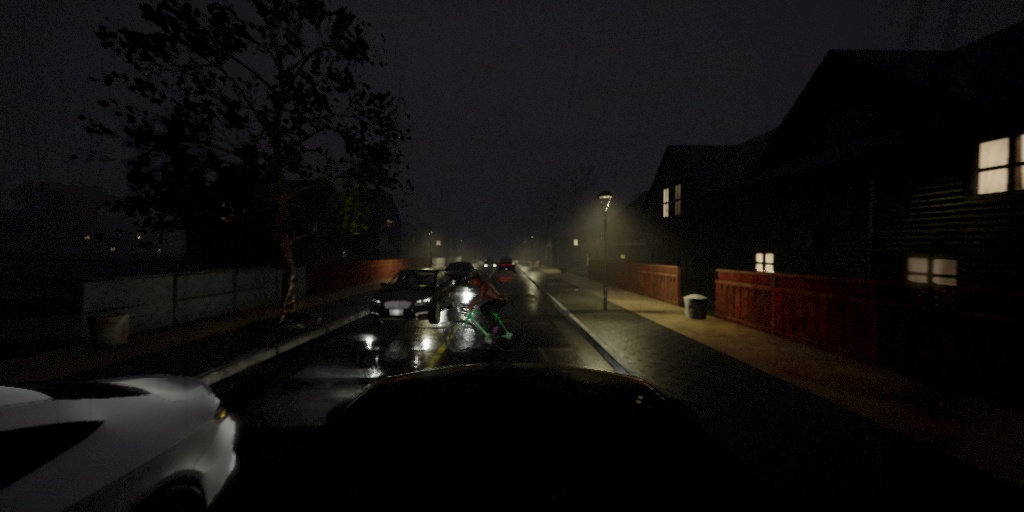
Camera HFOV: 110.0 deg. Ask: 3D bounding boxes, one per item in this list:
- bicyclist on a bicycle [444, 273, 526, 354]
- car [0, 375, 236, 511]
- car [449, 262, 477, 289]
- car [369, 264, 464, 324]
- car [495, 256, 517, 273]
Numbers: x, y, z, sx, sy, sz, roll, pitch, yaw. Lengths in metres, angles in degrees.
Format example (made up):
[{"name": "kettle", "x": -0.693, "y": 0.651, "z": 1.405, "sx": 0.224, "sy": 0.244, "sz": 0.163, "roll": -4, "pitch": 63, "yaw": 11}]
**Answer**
[{"name": "bicyclist on a bicycle", "x": -0.549, "y": 1.157, "z": 7.201, "sx": 1.656, "sy": 1.620, "sz": 0.582, "roll": -1, "pitch": 1, "yaw": -1}, {"name": "car", "x": -2.805, "y": 1.287, "z": 0.653, "sx": 1.812, "sy": 1.442, "sz": 4.674, "roll": 0, "pitch": 0, "yaw": -1}, {"name": "car", "x": -3.219, "y": 1.126, "z": 22.151, "sx": 1.837, "sy": 1.490, "sz": 4.892, "roll": 0, "pitch": 0, "yaw": -1}, {"name": "car", "x": -3.020, "y": 1.181, "z": 11.734, "sx": 2.128, "sy": 1.511, "sz": 4.902, "roll": 0, "pitch": 0, "yaw": -1}, {"name": "car", "x": -0.587, "y": 1.020, "z": 37.773, "sx": 1.837, "sy": 1.490, "sz": 4.892, "roll": 0, "pitch": 1, "yaw": -1}]
